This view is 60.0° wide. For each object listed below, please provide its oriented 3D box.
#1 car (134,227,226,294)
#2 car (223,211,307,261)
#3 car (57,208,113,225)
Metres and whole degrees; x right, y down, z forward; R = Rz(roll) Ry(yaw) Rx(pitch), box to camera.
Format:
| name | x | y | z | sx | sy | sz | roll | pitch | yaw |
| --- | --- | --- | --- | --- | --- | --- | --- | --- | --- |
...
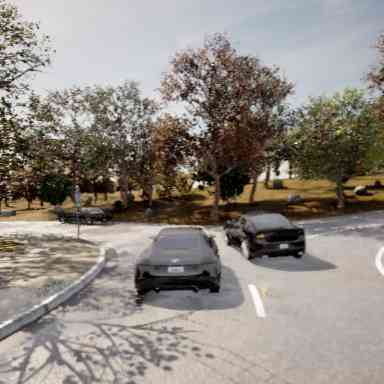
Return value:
| name | x | y | z | sx | sy | sz | roll | pitch | yaw |
| --- | --- | --- | --- | --- | --- | --- | --- | --- | --- |
| car | -0.283 | 1.649 | 9.112 | 1.994 | 1.385 | 4.181 | -2 | -1 | 2 |
| car | 2.481 | 1.459 | 12.617 | 1.882 | 1.535 | 5.008 | -3 | 2 | -8 |
| car | -9.055 | 2.019 | 27.971 | 4.718 | 1.301 | 1.895 | -1 | 0 | 28 |
